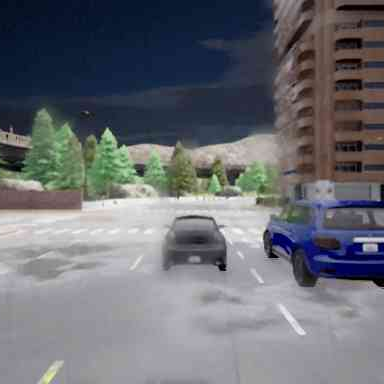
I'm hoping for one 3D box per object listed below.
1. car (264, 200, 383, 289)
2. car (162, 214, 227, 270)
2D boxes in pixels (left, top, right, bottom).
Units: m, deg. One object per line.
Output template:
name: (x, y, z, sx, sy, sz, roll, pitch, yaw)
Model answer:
car: (3.575, 1.222, 9.336, 2.150, 2.045, 5.566, 0, 0, 0)
car: (0.077, 1.507, 11.024, 1.837, 1.490, 4.892, 0, 0, 0)
